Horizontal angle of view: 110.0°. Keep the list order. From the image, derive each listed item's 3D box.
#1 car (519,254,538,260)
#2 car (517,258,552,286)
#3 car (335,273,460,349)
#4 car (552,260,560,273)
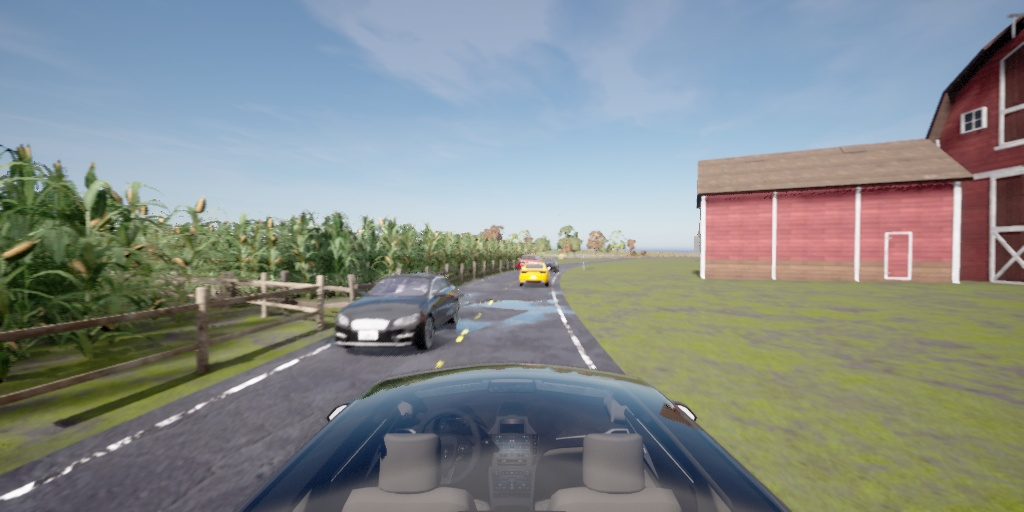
[{"bbox_3d":[2.166,0.825,45.553,2.150,2.045,5.566,1,1,13],"label":"car"},{"bbox_3d":[1.627,1.174,24.997,1.882,1.535,5.008,0,0,7],"label":"car"},{"bbox_3d":[-2.590,1.220,9.173,2.128,1.511,4.902,0,0,3],"label":"car"},{"bbox_3d":[4.524,1.166,42.476,1.812,1.442,4.674,0,0,12],"label":"car"}]
